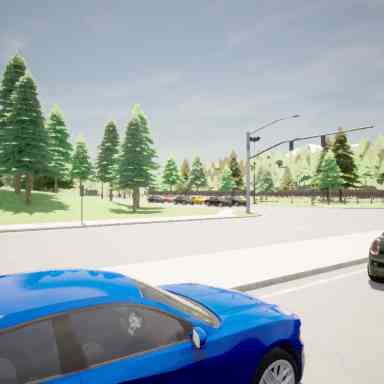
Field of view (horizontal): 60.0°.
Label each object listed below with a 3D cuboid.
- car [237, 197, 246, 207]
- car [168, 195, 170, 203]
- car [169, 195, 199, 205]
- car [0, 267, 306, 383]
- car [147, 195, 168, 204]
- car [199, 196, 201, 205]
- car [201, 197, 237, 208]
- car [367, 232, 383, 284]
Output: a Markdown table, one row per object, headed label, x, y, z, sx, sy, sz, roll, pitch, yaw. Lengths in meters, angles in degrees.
| label | x | y | z | sx | sy | sz | roll | pitch | yaw |
| --- | --- | --- | --- | --- | --- | --- | --- | --- | --- |
| car | 6.581 | 1.478 | 52.258 | 1.882 | 1.535 | 5.008 | 0 | 0 | -35 |
| car | -4.636 | 1.352 | 68.443 | 2.097 | 1.767 | 4.553 | 0 | 0 | -35 |
| car | -1.416 | 1.505 | 57.599 | 1.837 | 1.490 | 4.892 | 0 | 0 | -35 |
| car | -1.032 | 1.478 | 3.012 | 5.008 | 1.535 | 1.882 | 0 | 0 | -35 |
| car | -7.242 | 1.505 | 66.020 | 1.837 | 1.490 | 4.892 | 0 | 0 | -35 |
| car | 1.107 | 1.478 | 60.113 | 1.882 | 1.535 | 5.008 | 0 | 0 | -35 |
| car | 3.962 | 1.478 | 49.893 | 1.882 | 1.535 | 5.008 | 0 | 0 | -35 |
| car | 6.463 | 1.352 | 8.386 | 4.553 | 1.767 | 2.097 | 0 | 0 | -35 |
